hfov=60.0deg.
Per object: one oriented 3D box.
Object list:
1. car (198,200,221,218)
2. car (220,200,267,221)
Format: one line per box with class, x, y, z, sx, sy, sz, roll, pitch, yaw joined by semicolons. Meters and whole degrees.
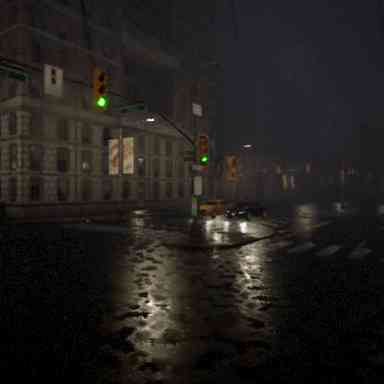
car;2.091;1.453;30.077;1.882;1.535;5.008;0;0;35
car;4.587;1.486;27.533;1.837;1.490;4.892;0;0;36
